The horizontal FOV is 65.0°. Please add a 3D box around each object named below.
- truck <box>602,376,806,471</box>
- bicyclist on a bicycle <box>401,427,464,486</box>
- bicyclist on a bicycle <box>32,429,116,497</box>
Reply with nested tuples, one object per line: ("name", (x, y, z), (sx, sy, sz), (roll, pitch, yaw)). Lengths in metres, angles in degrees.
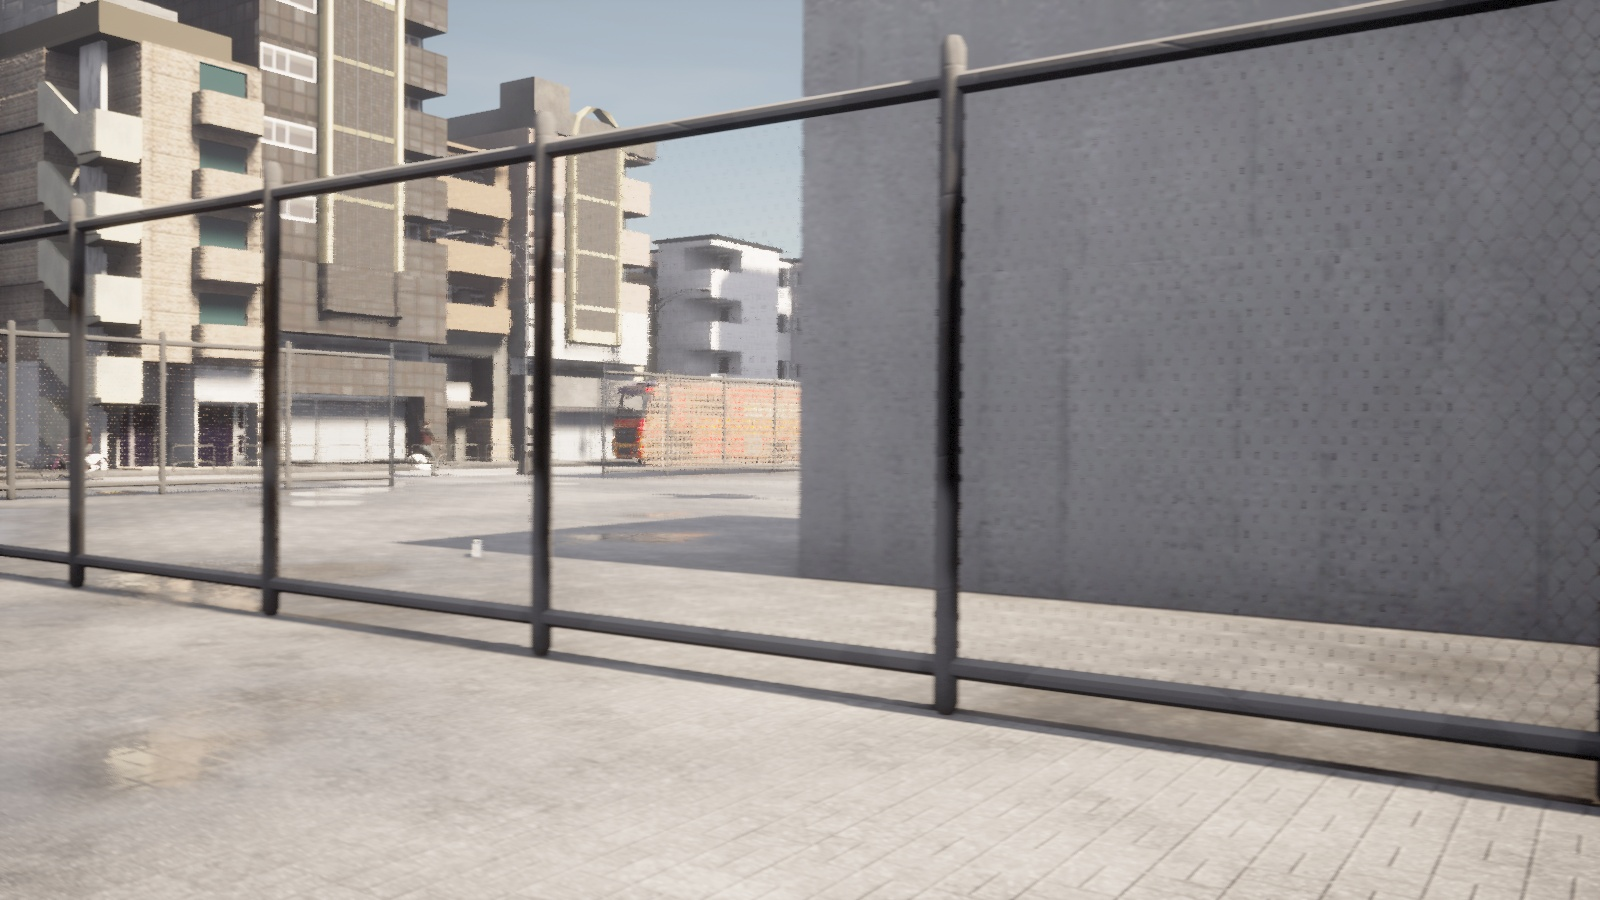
("truck", (-4.055, -1.140, 54.457), (8.468, 3.827, 2.891), (-1, 1, -34))
("bicyclist on a bicycle", (-11.350, 0.175, 38.817), (0.659, 1.776, 1.843), (0, 1, 34))
("bicyclist on a bicycle", (-19.500, 0.318, 33.753), (0.659, 1.776, 1.843), (0, 1, 33))
